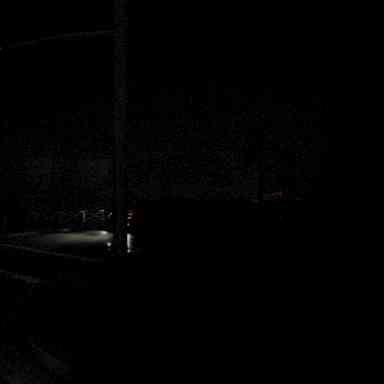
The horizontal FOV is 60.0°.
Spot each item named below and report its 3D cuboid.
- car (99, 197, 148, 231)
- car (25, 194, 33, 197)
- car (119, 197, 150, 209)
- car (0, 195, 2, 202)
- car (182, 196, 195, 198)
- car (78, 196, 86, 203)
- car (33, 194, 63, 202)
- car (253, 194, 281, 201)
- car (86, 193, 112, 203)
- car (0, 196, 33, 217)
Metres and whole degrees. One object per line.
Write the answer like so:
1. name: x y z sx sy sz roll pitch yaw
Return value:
1. car: -3.087 1.352 20.594 2.097 1.767 4.553 0 0 35
2. car: -34.363 1.232 71.233 1.970 1.475 3.806 0 0 35
3. car: -7.527 1.384 43.861 1.970 1.475 3.806 0 0 35
4. car: -41.427 1.298 67.598 2.007 1.523 4.514 0 0 35
5. car: -0.805 1.374 48.194 1.845 1.501 3.633 0 0 35
6. car: -18.500 1.077 60.391 1.905 1.878 3.866 0 0 35
7. car: -28.940 1.154 67.787 2.152 1.636 5.027 0 0 35
8. car: 8.393 1.222 37.074 2.150 2.045 5.566 0 0 35
9. car: -15.890 1.097 59.048 1.932 1.855 4.605 0 0 35
10. car: -15.847 1.340 26.945 2.007 1.523 4.514 0 0 35
